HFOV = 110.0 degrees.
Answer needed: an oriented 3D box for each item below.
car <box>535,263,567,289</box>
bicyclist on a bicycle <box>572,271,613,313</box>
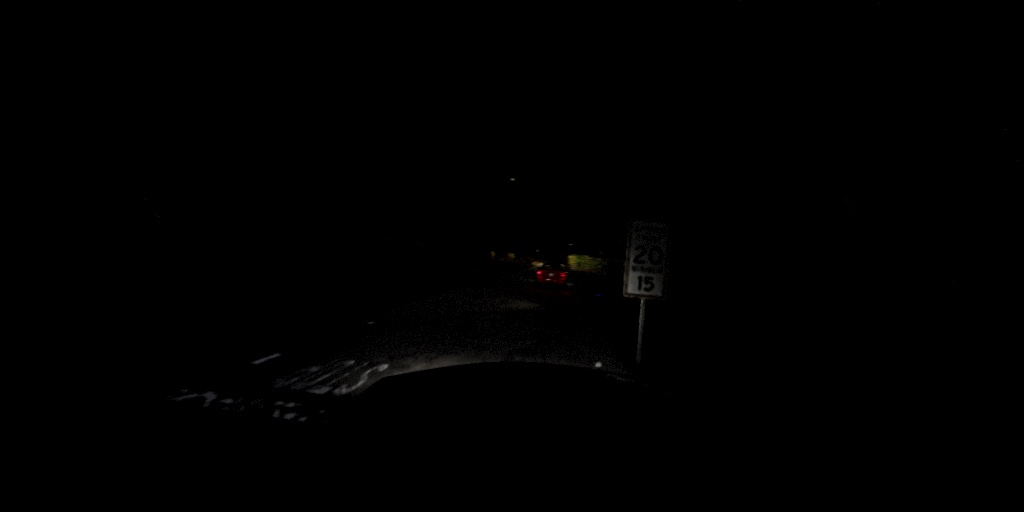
[{"bbox_3d":[2.879,1.277,26.029,2.097,1.767,4.553,5,0,7],"label":"car"},{"bbox_3d":[3.296,1.466,14.497,1.656,1.620,0.582,6,0,7],"label":"bicyclist on a bicycle"}]
